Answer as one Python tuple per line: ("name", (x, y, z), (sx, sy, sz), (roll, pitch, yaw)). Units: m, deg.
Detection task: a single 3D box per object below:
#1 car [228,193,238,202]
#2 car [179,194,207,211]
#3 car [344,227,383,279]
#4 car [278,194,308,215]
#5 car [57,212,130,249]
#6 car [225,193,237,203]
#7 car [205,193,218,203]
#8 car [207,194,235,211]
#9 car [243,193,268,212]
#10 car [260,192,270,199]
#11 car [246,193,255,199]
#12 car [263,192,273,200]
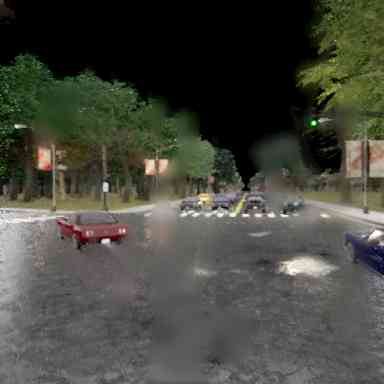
("car", (4.930, 1.147, 45.749), (1.895, 1.301, 4.718), (0, 1, 9))
("car", (0.015, 1.215, 36.246), (2.033, 1.411, 5.357), (0, 1, 10))
("car", (5.334, 1.517, 8.254), (1.895, 1.301, 4.718), (0, 1, 10))
("car", (8.938, 1.016, 29.648), (2.097, 1.767, 4.553), (0, 1, 9))
("car", (-4.323, 1.472, 13.948), (1.895, 1.301, 4.718), (-1, 1, -32))
("car", (6.631, 0.919, 55.978), (1.882, 1.535, 5.008), (0, 1, 9))
("car", (3.362, 0.989, 56.123), (1.812, 1.442, 4.674), (0, 1, 9))
("car", (3.201, 1.198, 35.623), (2.033, 1.411, 5.357), (0, 1, 10))
("car", (6.197, 1.159, 32.954), (1.837, 1.490, 4.892), (0, 1, 9))
("car", (16.329, 0.782, 74.631), (1.994, 1.385, 4.181), (0, 0, 9))
("car", (13.114, 0.843, 75.112), (1.895, 1.301, 4.718), (0, 0, 9))
("car", (14.670, 0.816, 64.680), (1.837, 1.490, 4.892), (0, 0, 9))
